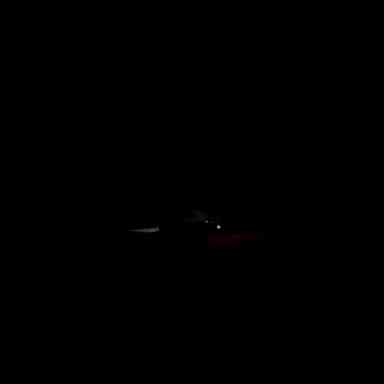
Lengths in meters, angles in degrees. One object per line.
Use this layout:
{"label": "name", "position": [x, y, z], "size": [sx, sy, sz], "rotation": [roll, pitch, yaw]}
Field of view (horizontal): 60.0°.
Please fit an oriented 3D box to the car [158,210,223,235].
{"label": "car", "position": [-0.147, 1.889, 21.272], "size": [4.674, 1.442, 1.812], "rotation": [-1, -2, 42]}
